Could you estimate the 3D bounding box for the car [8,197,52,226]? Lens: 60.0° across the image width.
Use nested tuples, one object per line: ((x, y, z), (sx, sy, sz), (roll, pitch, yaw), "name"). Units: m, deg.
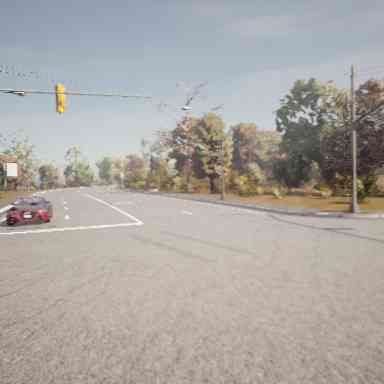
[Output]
((-8.996, 0.973, 18.699), (1.994, 1.385, 4.181), (-3, 3, -20), "car")
